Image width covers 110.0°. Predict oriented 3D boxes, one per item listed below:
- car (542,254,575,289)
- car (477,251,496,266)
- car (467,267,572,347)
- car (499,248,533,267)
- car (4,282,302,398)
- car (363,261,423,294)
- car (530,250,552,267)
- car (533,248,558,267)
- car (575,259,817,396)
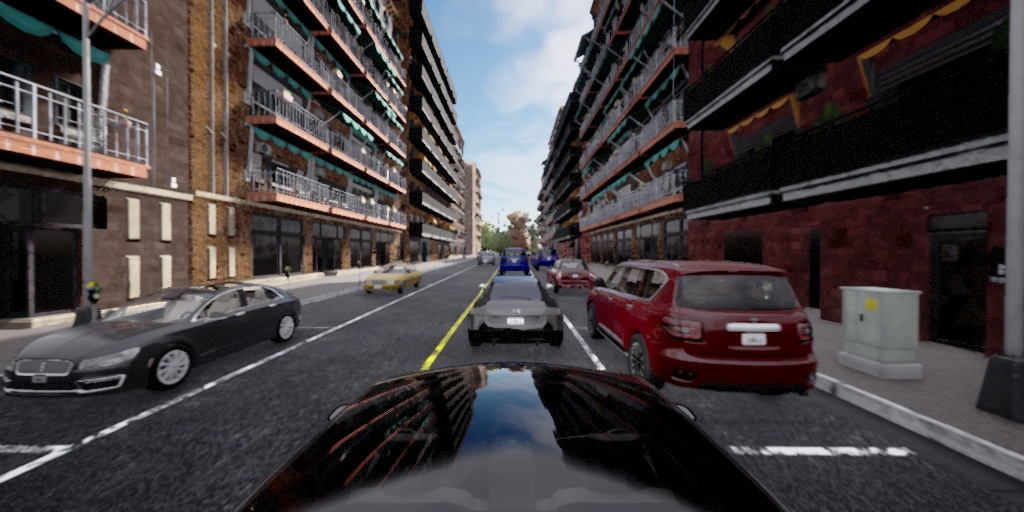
[{"bbox_3d":[2.755,0.847,17.562,1.967,1.591,4.097,0,0,0],"label":"car"},{"bbox_3d":[-2.925,0.371,41.951,2.128,1.511,4.902,0,1,0],"label":"car"},{"bbox_3d":[0.093,1.160,8.812,1.994,1.385,4.181,0,1,1],"label":"car"},{"bbox_3d":[0.192,0.413,27.485,2.150,2.045,5.566,0,1,0],"label":"car"},{"bbox_3d":[-5.671,1.195,6.497,2.007,1.370,4.403,0,0,0],"label":"car"},{"bbox_3d":[-5.625,0.929,17.461,1.751,1.417,4.829,0,0,0],"label":"car"},{"bbox_3d":[3.277,0.250,41.201,2.097,1.767,4.553,0,1,0],"label":"car"},{"bbox_3d":[3.242,0.275,34.259,2.150,2.045,5.566,0,1,0],"label":"car"},{"bbox_3d":[2.709,0.963,6.429,2.192,1.841,5.009,0,0,0],"label":"car"}]
